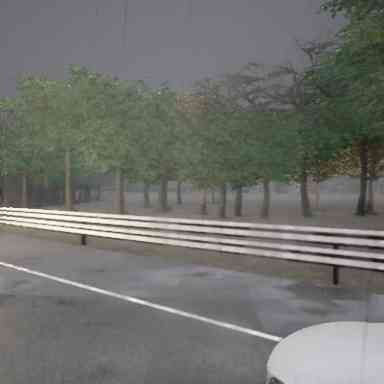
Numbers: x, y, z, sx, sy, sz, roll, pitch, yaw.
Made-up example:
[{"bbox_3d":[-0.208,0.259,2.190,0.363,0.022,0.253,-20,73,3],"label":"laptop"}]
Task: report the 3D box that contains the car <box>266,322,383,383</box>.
[{"bbox_3d":[2.735,1.529,1.945,4.674,1.442,1.812,0,0,36],"label":"car"}]
